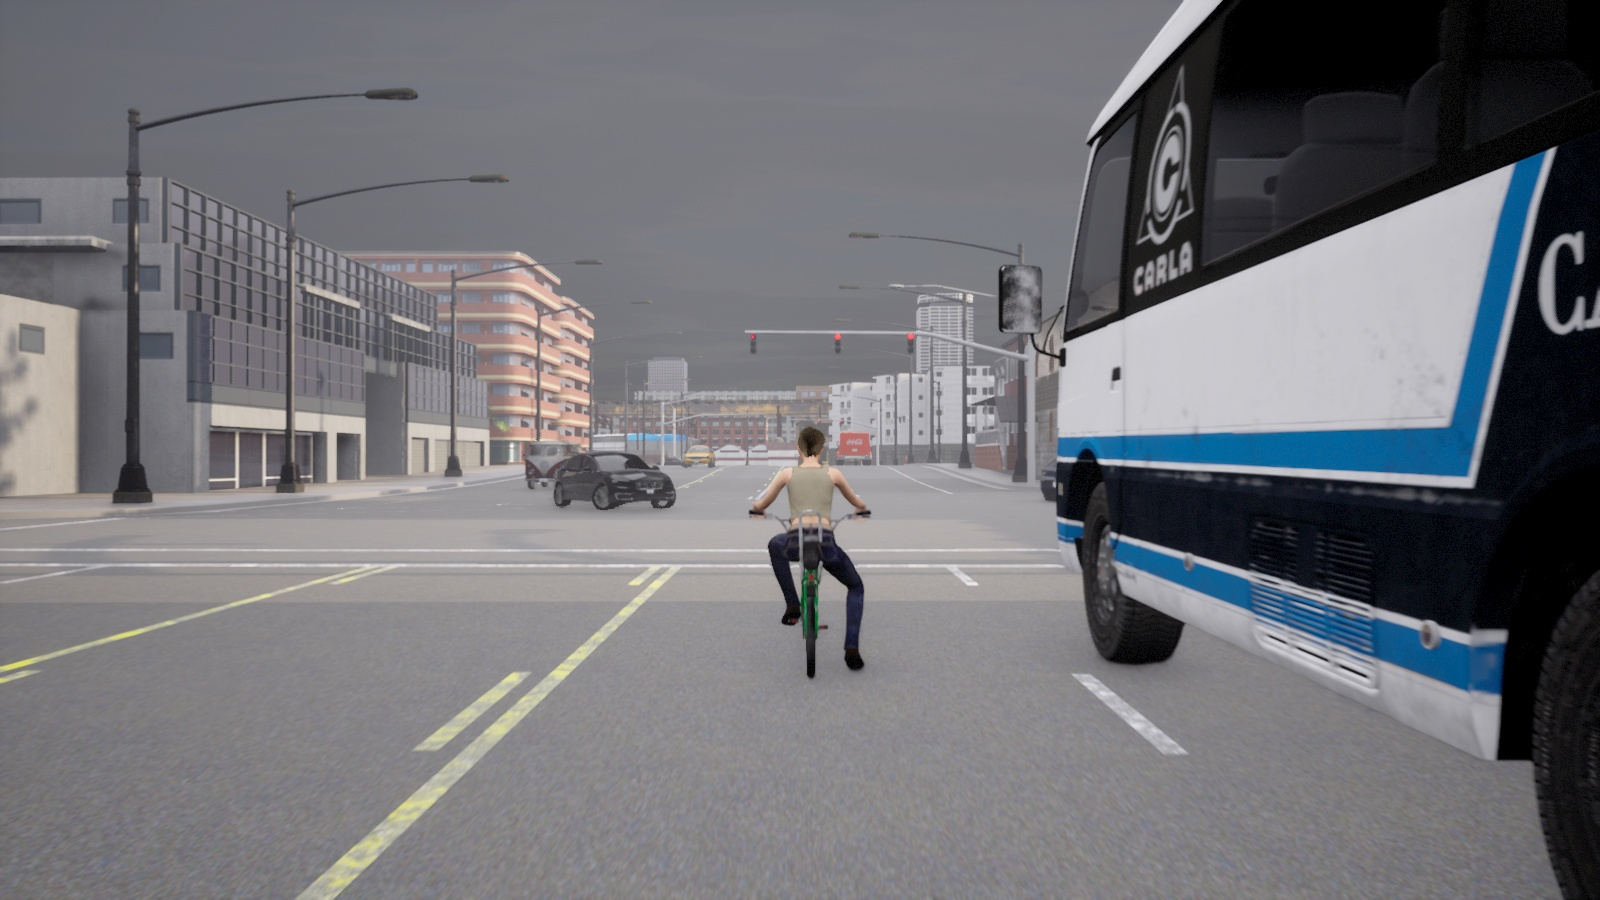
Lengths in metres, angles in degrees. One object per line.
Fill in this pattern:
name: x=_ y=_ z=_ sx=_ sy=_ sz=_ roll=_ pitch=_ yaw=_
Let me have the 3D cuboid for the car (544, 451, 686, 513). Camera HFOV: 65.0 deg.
car: x=-4.996 y=0.792 z=33.348 sx=1.837 sy=1.490 sz=4.892 roll=-1 pitch=0 yaw=-33

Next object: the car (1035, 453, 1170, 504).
car: x=9.286 y=0.836 z=38.462 sx=4.193 sy=1.474 sz=1.816 roll=0 pitch=0 yaw=-38

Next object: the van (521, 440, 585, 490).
van: x=-10.189 y=0.584 z=52.066 sx=1.775 sy=1.987 sz=4.442 roll=0 pitch=0 yaw=0

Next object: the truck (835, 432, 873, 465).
truck: x=4.056 y=-0.067 z=95.024 sx=2.627 sy=2.467 sz=5.204 roll=0 pitch=-1 yaw=0

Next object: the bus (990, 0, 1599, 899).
bus: x=3.579 y=-0.652 z=5.558 sx=3.944 sy=4.253 sz=10.273 roll=0 pitch=0 yaw=0

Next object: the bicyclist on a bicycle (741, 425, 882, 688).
bicyclist on a bicycle: x=0.069 y=0.650 z=8.438 sx=0.866 sy=1.612 sz=1.509 roll=0 pitch=0 yaw=0

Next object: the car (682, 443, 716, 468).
car: x=-6.521 y=0.321 z=81.588 sx=1.801 sy=1.575 sz=5.366 roll=0 pitch=0 yaw=0
